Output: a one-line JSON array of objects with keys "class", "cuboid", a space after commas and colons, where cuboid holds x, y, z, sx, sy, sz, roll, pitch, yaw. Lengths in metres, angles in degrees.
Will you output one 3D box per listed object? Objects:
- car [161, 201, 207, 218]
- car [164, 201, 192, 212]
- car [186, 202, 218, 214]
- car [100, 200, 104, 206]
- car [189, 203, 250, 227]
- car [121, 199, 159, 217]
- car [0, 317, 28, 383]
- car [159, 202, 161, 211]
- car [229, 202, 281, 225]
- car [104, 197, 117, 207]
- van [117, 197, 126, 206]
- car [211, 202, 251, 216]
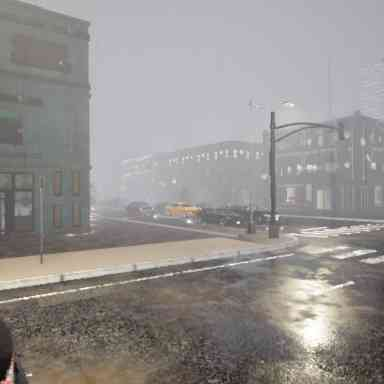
[{"class": "car", "cuboid": [-0.917, 1.808, 34.305, 1.882, 1.535, 5.008, -1, 0, -34]}, {"class": "car", "cuboid": [-1.992, 1.972, 46.050, 1.802, 1.307, 4.206, -1, 0, -35]}, {"class": "car", "cuboid": [1.149, 1.909, 41.494, 1.802, 1.307, 4.206, -1, 0, -35]}, {"class": "car", "cuboid": [-17.703, 2.233, 68.835, 1.887, 1.381, 4.507, -1, 0, -35]}, {"class": "car", "cuboid": [2.028, 1.818, 25.242, 1.947, 1.339, 4.313, -1, 0, -35]}, {"class": "car", "cuboid": [-5.752, 1.850, 36.735, 1.967, 1.590, 4.097, -1, 0, -35]}, {"class": "car", "cuboid": [-3.363, 1.493, 1.328, 4.902, 1.511, 2.128, 0, 0, -35]}, {"class": "car", "cuboid": [-3.395, 1.892, 43.533, 2.128, 1.511, 4.902, -1, 0, -35]}, {"class": "car", "cuboid": [4.769, 1.707, 26.075, 2.128, 1.511, 4.902, -1, 0, -33]}, {"class": "car", "cuboid": [-14.567, 1.946, 64.277, 2.192, 1.841, 5.009, -1, 0, -35]}, {"class": "van", "cuboid": [-11.424, 1.913, 59.721, 1.690, 1.788, 3.998, -1, 0, -35]}, {"class": "car", "cuboid": [4.291, 1.815, 36.937, 2.008, 1.369, 4.403, -1, 0, -35]}]
